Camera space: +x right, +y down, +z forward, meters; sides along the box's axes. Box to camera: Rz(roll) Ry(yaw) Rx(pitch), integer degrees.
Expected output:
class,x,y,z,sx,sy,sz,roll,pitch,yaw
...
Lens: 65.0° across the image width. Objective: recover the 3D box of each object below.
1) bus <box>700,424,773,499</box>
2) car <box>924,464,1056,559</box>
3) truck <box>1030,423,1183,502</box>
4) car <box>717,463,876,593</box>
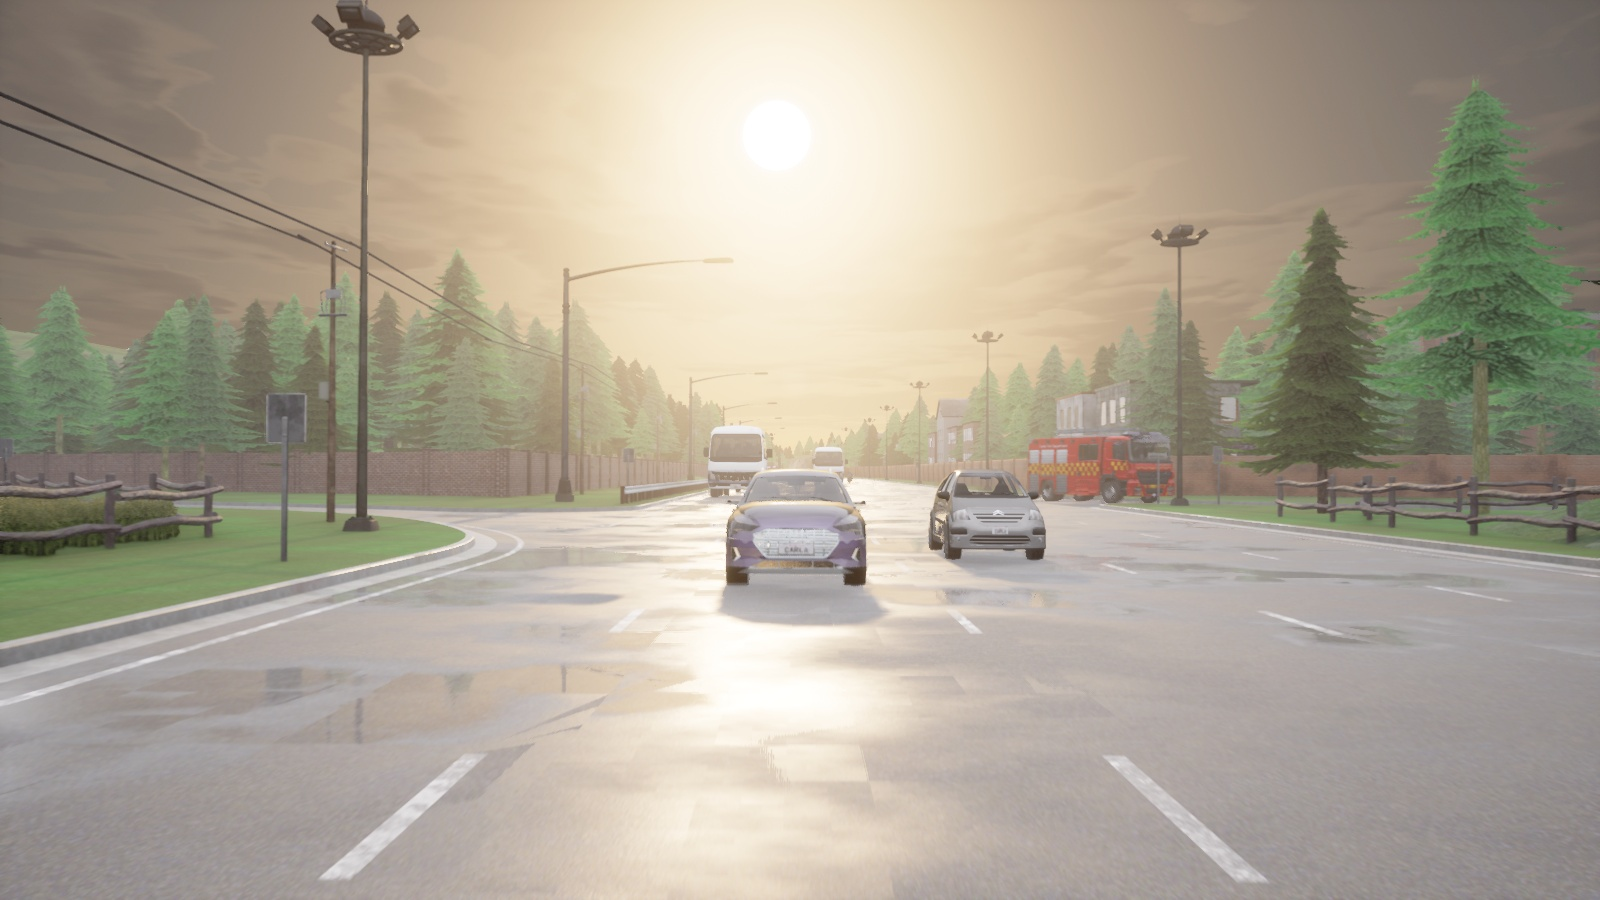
class,x,y,z,sx,sy,sz,roll,pitch,yaw
bus,-3.694,0.734,76.517,3.944,4.253,10.273,0,-1,0
car,3.441,1.092,23.491,1.851,1.617,3.988,0,-1,0
truck,15.601,0.671,64.757,2.891,3.827,8.468,0,-1,-26
car,-0.046,1.056,18.520,2.033,1.649,4.856,0,-1,0
